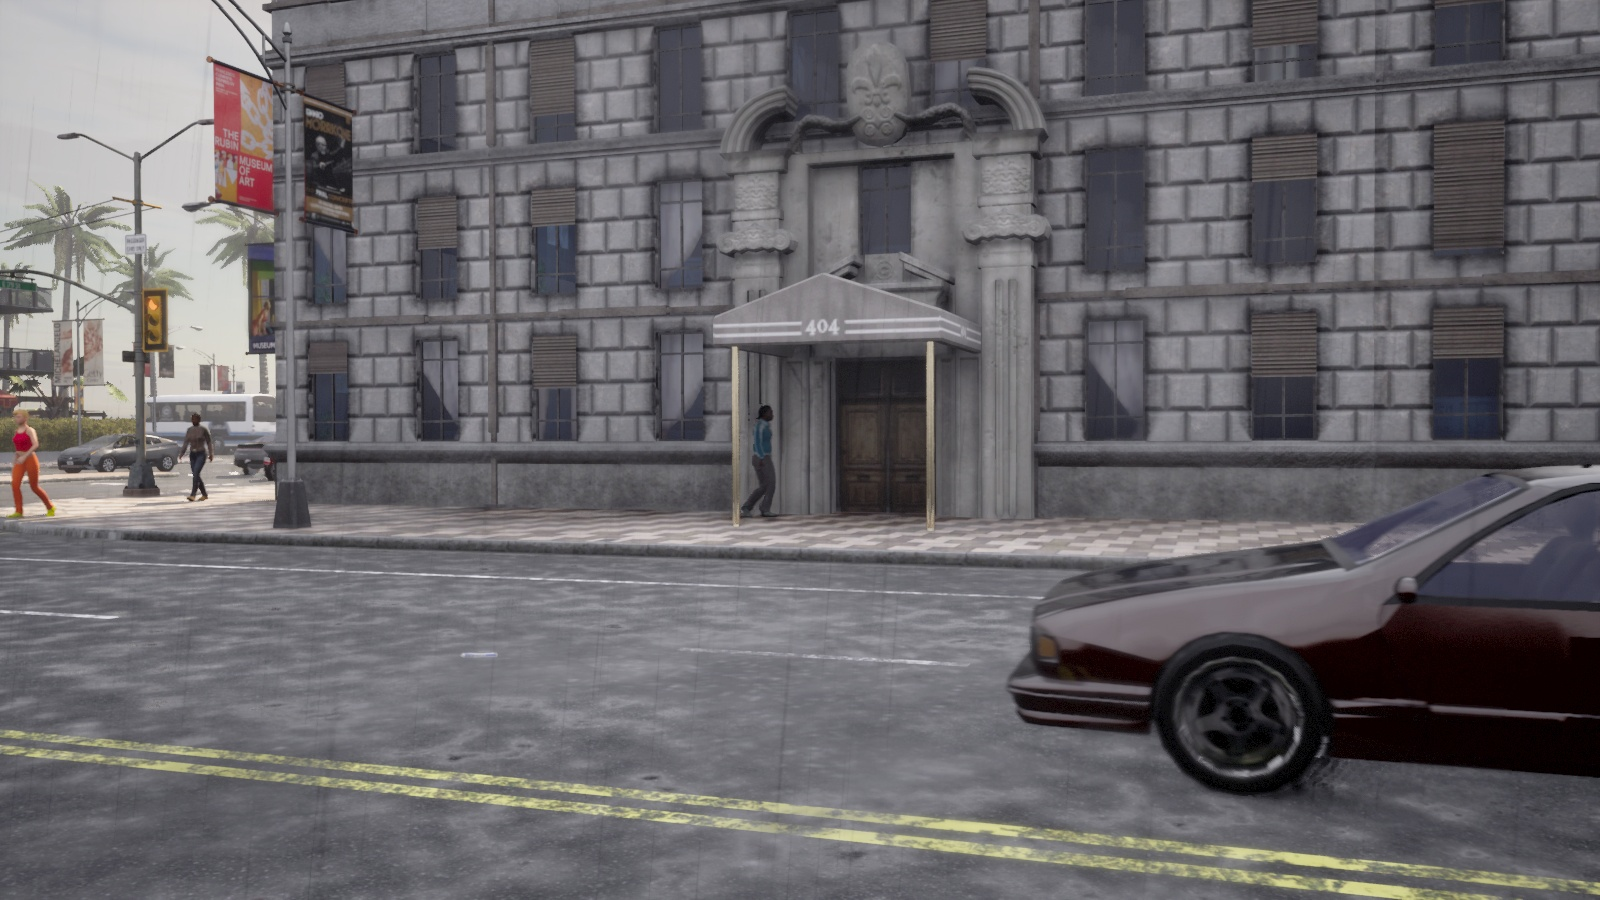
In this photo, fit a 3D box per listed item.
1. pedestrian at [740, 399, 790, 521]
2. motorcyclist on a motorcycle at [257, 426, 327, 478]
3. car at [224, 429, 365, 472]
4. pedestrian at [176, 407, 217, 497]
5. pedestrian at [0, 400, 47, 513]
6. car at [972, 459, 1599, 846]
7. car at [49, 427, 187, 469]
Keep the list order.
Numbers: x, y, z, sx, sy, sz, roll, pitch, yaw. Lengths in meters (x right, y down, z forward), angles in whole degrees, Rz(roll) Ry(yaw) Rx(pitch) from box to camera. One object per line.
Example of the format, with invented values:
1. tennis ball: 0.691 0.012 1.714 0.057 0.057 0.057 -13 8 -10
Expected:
1. pedestrian: -0.564 0.158 20.190 0.692 1.930 0.396 1 1 22
2. motorcyclist on a motorcycle: -16.594 0.057 41.084 0.766 1.649 2.350 1 1 19
3. car: -18.529 -0.028 46.302 2.128 1.511 4.902 1 1 19
4. pedestrian: -12.252 0.029 25.499 0.328 1.805 0.869 0 1 7
5. pedestrian: -12.899 0.101 20.846 0.345 1.836 0.594 0 1 16
6. car: 3.630 0.797 5.664 5.357 1.411 2.033 1 1 19
7. car: -26.233 -0.101 48.491 2.007 1.525 4.514 1 1 19
